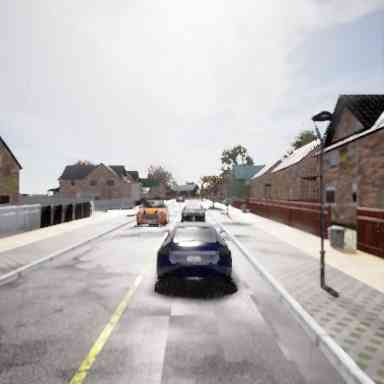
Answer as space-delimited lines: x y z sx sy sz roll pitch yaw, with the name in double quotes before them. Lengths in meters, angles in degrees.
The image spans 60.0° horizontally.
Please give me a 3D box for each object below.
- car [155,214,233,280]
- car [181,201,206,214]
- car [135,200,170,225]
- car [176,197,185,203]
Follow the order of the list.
"car" 0.089 1.587 10.015 1.994 1.385 4.181 0 0 1
"car" 0.097 1.678 26.984 1.895 1.301 4.718 0 0 0
"car" -2.824 1.419 24.613 2.097 1.767 4.553 0 0 0
"car" -2.758 1.975 81.626 1.994 1.385 4.181 0 -1 0
